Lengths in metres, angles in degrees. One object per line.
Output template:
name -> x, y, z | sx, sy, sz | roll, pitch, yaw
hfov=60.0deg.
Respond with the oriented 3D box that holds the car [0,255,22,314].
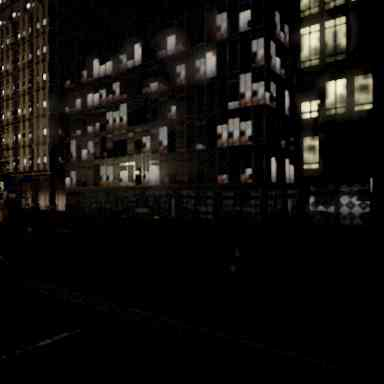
car -> -4.991, 1.591, 6.441 | 4.313, 1.339, 1.947 | 0, 0, 36
